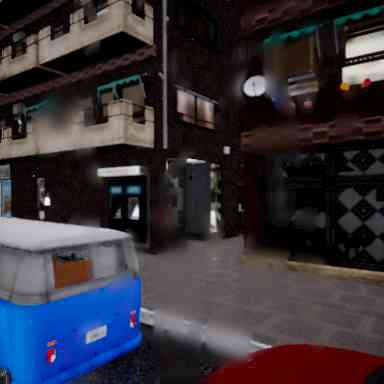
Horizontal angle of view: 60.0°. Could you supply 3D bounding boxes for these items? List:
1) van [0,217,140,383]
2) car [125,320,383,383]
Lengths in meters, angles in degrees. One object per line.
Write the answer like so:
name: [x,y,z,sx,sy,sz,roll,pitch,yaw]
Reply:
van: [-2.546,1.304,4.721,3.998,1.788,1.690,1,0,36]
car: [1.978,1.552,1.474,4.507,1.381,1.887,1,0,36]
